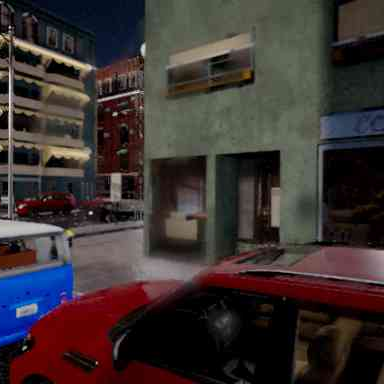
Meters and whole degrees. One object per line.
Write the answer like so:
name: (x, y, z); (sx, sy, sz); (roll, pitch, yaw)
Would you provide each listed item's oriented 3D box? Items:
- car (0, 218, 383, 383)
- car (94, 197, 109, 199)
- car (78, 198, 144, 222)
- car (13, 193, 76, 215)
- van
car: (0.800, 1.315, 2.294); (5.009, 1.841, 2.192); (0, 0, 36)
car: (-8.810, 1.165, 32.057); (1.887, 1.381, 4.507); (2, 2, 35)
car: (-5.178, 1.337, 22.650); (1.947, 1.339, 4.313); (2, 2, 35)
car: (-12.010, 1.016, 27.492); (2.192, 1.841, 5.009); (2, 2, 35)
van: (-3.700, 1.337, 5.504); (3.998, 1.788, 1.690); (0, 0, 35)
